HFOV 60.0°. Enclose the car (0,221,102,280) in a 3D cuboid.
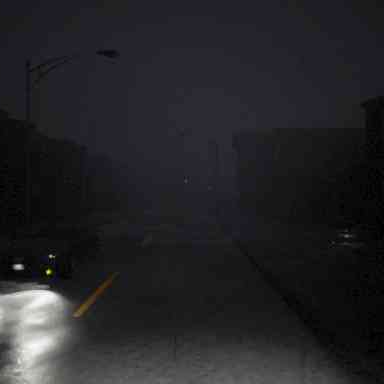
[{"bbox_3d":[-4.097,1.576,9.828,1.994,1.385,4.181,0,0,0],"label":"car"}]
